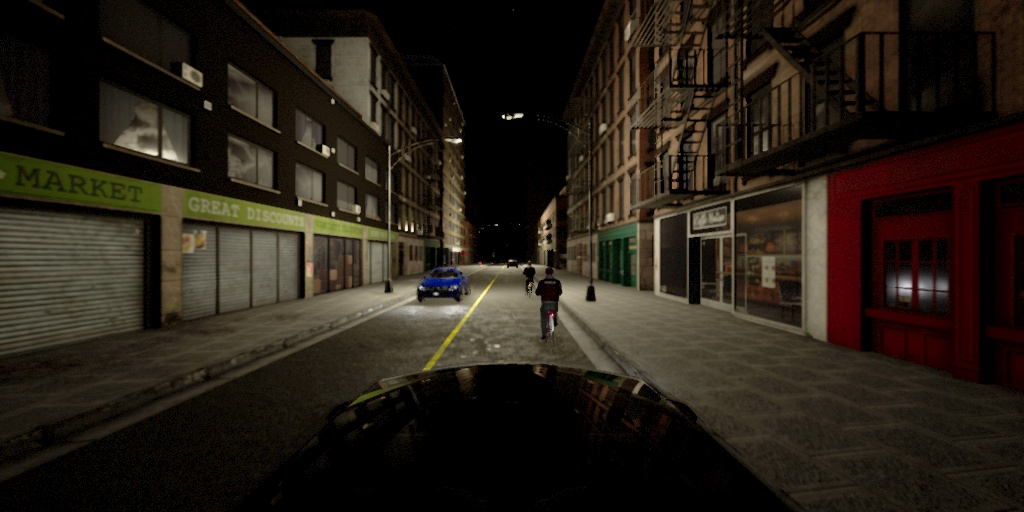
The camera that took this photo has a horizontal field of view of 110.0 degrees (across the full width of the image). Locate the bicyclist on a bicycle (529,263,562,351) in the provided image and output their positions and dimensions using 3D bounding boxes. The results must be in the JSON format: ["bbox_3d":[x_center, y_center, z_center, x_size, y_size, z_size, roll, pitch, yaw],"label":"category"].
[{"bbox_3d":[0.825,1.121,8.123,0.659,1.776,1.843,0,0,0],"label":"bicyclist on a bicycle"}]

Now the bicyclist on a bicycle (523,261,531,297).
[{"bbox_3d":[0.825,1.121,17.123,0.659,1.776,1.843,0,0,0],"label":"bicyclist on a bicycle"}]

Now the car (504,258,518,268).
[{"bbox_3d":[0.094,1.281,61.806,2.033,1.411,5.357,0,0,0],"label":"car"}]

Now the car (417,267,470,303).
[{"bbox_3d":[-3.100,1.276,16.961,1.812,1.442,4.674,0,0,0],"label":"car"}]
